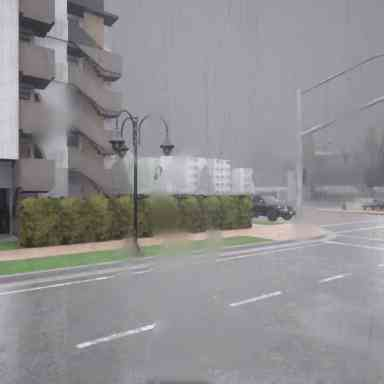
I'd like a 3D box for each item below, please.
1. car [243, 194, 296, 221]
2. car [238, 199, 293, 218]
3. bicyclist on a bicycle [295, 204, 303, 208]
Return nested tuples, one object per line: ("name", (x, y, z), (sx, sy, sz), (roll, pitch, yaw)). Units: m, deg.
("car", (5.776, 1.222, 27.326), (2.150, 2.045, 5.566), (0, 0, -38))
("car", (6.882, 1.478, 31.644), (1.882, 1.535, 5.008), (0, 0, -37))
("bicyclist on a bicycle", (13.423, 1.301, 41.677), (1.656, 1.620, 0.582), (0, 0, -39))
